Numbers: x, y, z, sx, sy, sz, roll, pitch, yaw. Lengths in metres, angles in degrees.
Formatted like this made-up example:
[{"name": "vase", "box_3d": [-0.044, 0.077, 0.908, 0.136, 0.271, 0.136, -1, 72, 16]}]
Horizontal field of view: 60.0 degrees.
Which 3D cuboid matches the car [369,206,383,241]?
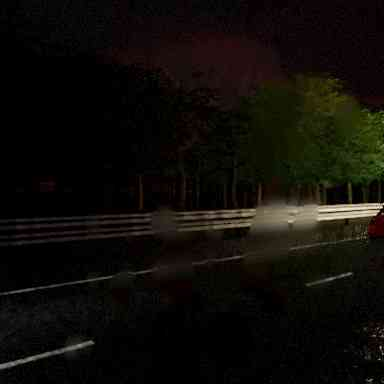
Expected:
[{"name": "car", "box_3d": [10.245, 1.357, 15.462, 4.553, 1.767, 2.097, 0, 0, -36]}]
